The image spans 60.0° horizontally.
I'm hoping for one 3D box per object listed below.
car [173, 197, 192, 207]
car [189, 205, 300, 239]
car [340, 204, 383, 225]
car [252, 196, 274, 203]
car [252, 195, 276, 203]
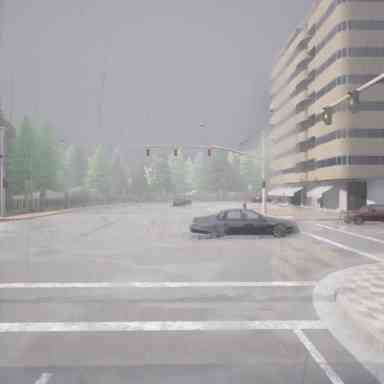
[{"bbox_3d":[-1.424,1.491,52.430,2.128,1.511,4.902,0,0,18],"label":"car"},{"bbox_3d":[2.518,1.555,16.691,5.357,1.411,2.033,0,0,-1],"label":"car"},{"bbox_3d":[13.191,1.581,24.039,4.674,1.442,1.812,0,0,-1],"label":"car"},{"bbox_3d":[14.269,1.525,67.786,4.674,1.442,1.812,0,0,-34],"label":"car"},{"bbox_3d":[15.724,1.525,72.732,4.902,1.511,2.128,0,0,-27],"label":"car"}]
